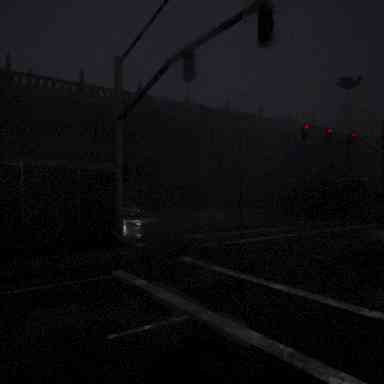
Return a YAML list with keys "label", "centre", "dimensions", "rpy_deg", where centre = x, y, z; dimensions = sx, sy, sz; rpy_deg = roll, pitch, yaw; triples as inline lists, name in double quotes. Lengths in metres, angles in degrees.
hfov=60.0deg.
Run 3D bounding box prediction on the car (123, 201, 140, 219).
- label: "car"
  centre: [-6.119, 1.517, 28.432]
  dimensions: [1.812, 1.442, 4.674]
  rpy_deg: [0, 0, -36]
